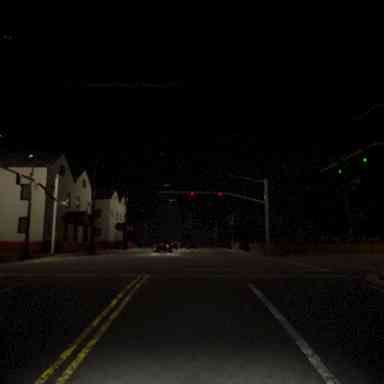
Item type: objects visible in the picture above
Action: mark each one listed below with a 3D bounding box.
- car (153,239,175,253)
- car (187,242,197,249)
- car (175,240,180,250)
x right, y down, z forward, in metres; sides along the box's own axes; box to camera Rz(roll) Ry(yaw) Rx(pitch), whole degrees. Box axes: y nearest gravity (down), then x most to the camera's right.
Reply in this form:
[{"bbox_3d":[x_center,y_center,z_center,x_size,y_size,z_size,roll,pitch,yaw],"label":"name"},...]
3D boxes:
[{"bbox_3d":[-3.578,6.598,41.071,2.097,1.767,4.553,0,-9,0],"label":"car"},{"bbox_3d":[0.014,10.402,64.712,2.033,1.411,5.357,0,-9,0],"label":"car"},{"bbox_3d":[-3.538,9.254,57.079,1.994,1.385,4.181,0,-9,0],"label":"car"}]
